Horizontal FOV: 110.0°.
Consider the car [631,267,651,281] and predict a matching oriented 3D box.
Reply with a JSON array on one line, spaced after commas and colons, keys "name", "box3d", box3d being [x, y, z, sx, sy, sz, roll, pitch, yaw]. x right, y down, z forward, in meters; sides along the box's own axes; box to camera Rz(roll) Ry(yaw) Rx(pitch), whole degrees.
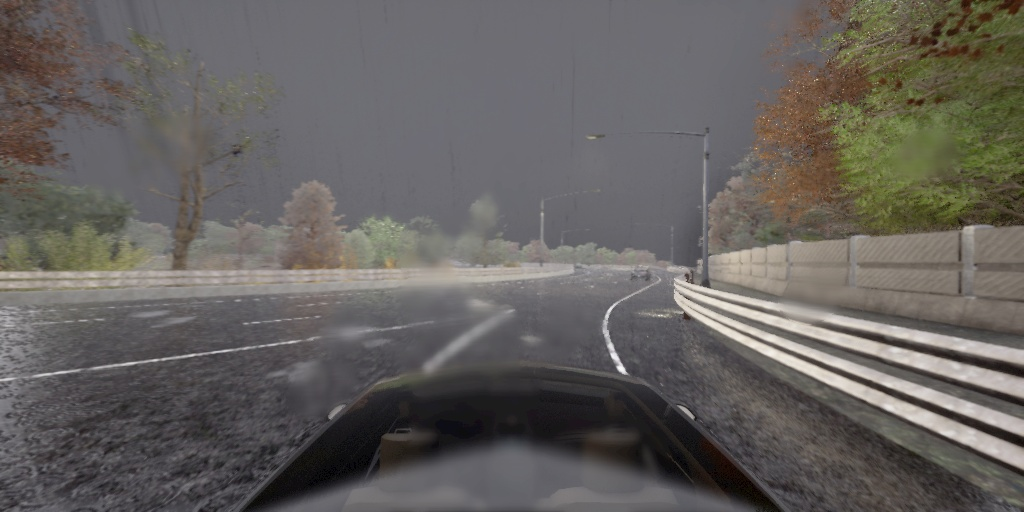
[{"name": "car", "box3d": [14.713, 2.004, 40.828, 2.128, 1.511, 4.902, 1, -1, 25]}]
